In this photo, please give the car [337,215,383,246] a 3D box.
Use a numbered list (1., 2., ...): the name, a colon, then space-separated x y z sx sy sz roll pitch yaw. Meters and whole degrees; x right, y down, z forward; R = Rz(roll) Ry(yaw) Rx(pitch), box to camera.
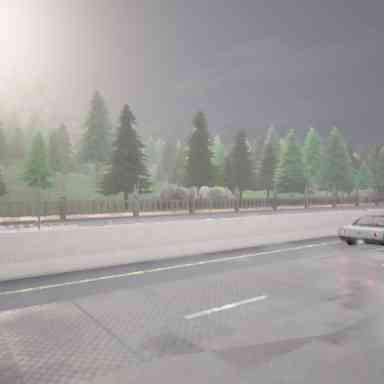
1. car: 8.293 1.616 14.084 4.718 1.301 1.895 0 0 -35
